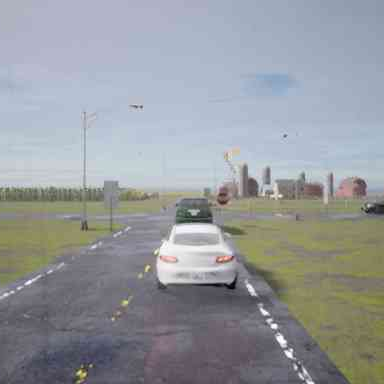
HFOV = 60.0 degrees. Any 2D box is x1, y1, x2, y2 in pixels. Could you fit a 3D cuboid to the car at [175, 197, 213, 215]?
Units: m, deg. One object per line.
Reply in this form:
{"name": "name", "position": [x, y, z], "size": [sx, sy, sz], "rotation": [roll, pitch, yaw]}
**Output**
{"name": "car", "position": [0.119, 1.319, 20.932], "size": [2.150, 2.045, 5.566], "rotation": [0, 0, 0]}

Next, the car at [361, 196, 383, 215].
{"name": "car", "position": [20.810, 1.355, 34.807], "size": [5.566, 2.045, 2.150], "rotation": [0, 0, -2]}

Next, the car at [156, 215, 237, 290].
{"name": "car", "position": [0.106, 1.569, 9.068], "size": [1.812, 1.442, 4.674], "rotation": [0, 0, 0]}
